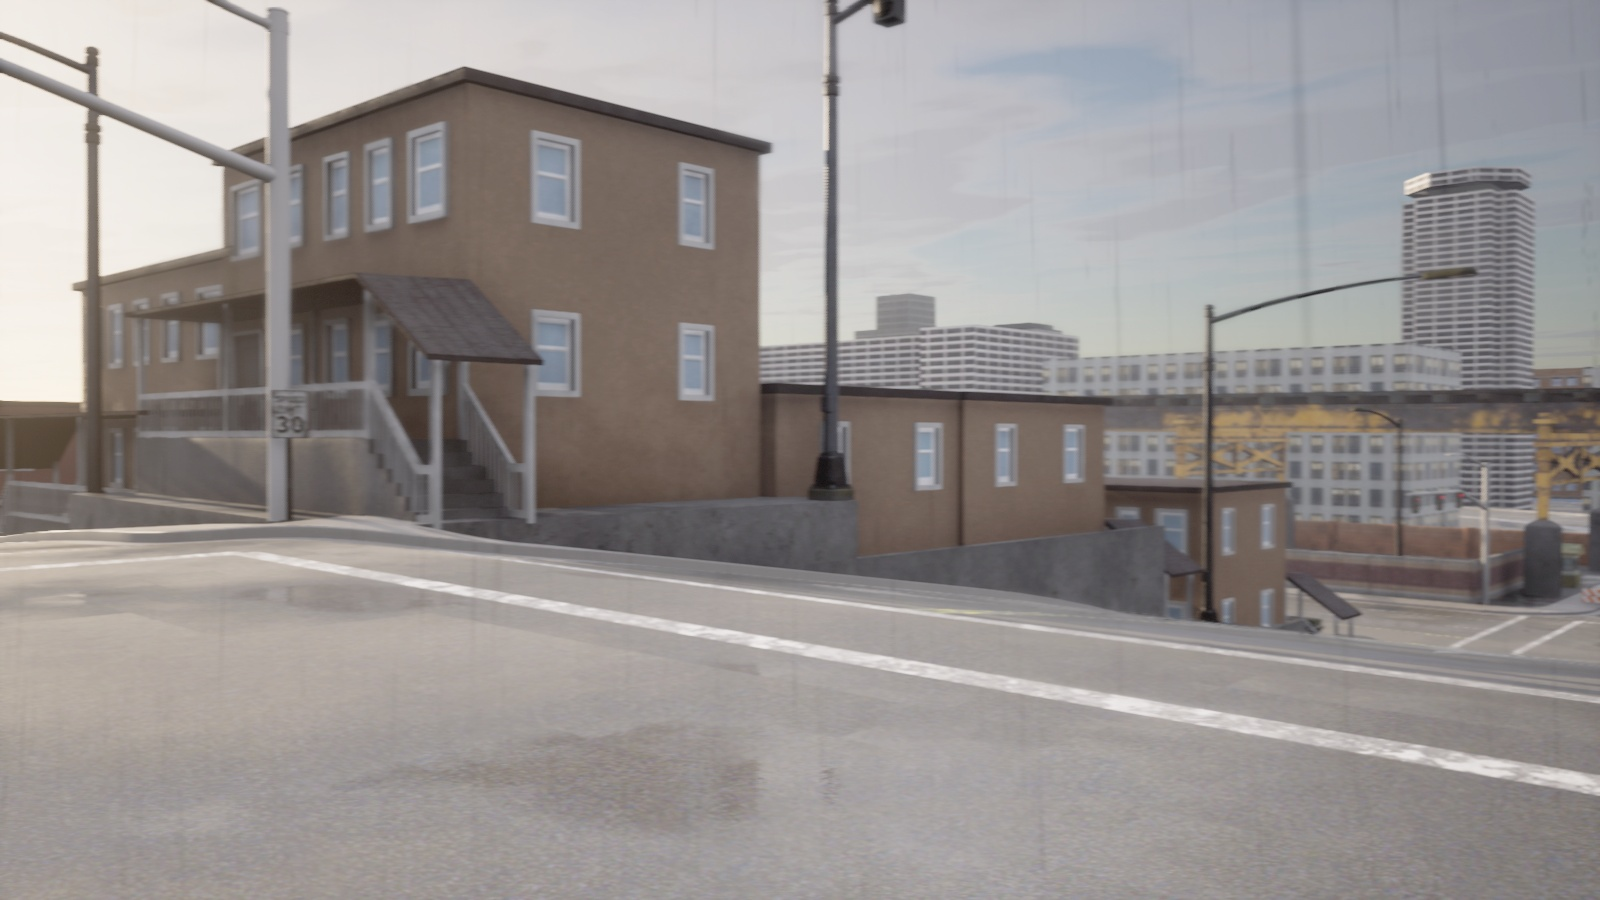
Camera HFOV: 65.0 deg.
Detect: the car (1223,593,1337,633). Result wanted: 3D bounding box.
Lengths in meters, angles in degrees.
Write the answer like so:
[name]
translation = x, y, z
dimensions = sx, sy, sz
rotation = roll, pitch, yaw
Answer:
[car]
translation = 22.941, 7.787, 60.112
dimensions = 4.718, 1.301, 1.895
rotation = 0, 1, 44
